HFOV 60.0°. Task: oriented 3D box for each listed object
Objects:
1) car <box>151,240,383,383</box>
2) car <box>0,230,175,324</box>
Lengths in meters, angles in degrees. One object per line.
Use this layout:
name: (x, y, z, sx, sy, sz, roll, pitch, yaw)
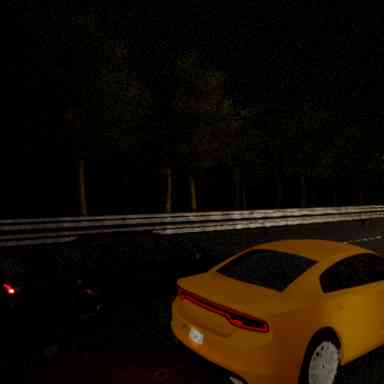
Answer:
car: (2.064, 1.502, 5.221, 5.008, 1.535, 1.882, 0, 0, -35)
car: (-1.236, 1.563, 7.167, 5.357, 1.411, 2.033, 0, 0, -35)
